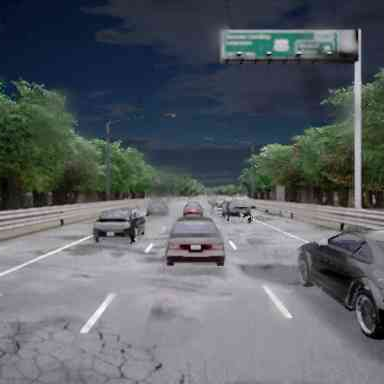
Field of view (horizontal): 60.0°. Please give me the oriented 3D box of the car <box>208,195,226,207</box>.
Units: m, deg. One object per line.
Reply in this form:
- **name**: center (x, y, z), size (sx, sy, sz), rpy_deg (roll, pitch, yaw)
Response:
- **car**: center (3.609, 1.394, 44.194), size (2.097, 1.767, 4.553), rpy_deg (0, 0, 1)

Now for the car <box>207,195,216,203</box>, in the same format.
- **car**: center (5.023, 1.726, 84.870), size (2.150, 2.045, 5.566), rpy_deg (0, -1, 3)

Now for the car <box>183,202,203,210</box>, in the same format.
- **car**: center (0.127, 1.701, 33.473), size (1.994, 1.385, 4.181), rpy_deg (0, 0, 0)

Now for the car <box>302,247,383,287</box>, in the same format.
- **car**: center (3.503, 1.398, 6.332), size (1.994, 1.385, 4.181), rpy_deg (0, 0, 0)

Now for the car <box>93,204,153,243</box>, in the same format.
- **car**: center (-3.396, 1.542, 16.282), size (2.128, 1.511, 4.902), rpy_deg (0, 0, 0)

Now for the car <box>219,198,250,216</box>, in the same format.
- **car**: center (3.509, 1.426, 26.334), size (1.837, 1.490, 4.892), rpy_deg (0, 0, 0)

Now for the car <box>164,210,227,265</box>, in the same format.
- **car**: center (0.105, 1.581, 11.701), size (2.033, 1.411, 5.357), rpy_deg (0, 0, 0)

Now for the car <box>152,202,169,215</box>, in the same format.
- **car**: center (-3.374, 1.700, 33.392), size (1.994, 1.385, 4.181), rpy_deg (0, 0, 0)

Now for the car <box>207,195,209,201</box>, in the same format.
- **car**: center (4.024, 1.712, 62.062), size (1.812, 1.442, 4.674), rpy_deg (0, -1, 2)

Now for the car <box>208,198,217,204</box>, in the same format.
- **car**: center (4.480, 2.019, 73.962), size (1.895, 1.301, 4.718), rpy_deg (0, -1, 3)
